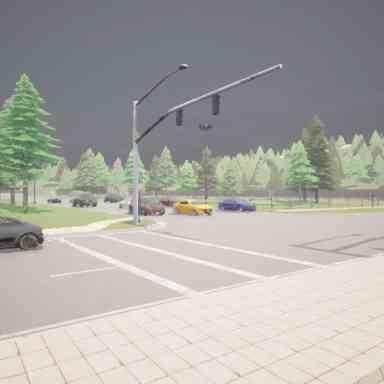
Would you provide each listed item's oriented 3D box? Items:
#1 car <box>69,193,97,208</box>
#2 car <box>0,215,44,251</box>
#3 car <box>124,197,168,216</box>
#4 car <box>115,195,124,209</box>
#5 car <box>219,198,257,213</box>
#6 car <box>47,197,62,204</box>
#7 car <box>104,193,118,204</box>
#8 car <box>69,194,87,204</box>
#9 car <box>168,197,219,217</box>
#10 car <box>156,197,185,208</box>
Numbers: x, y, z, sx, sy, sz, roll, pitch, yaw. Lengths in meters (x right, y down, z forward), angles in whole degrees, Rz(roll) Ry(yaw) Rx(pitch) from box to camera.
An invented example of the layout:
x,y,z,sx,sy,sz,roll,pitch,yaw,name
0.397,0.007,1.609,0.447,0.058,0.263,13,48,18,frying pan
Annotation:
x,y,z,sx,sy,sz,roll,pitch,yaw,name
-15.443,1.221,47.758,2.150,2.045,5.566,0,0,-35,car
-7.849,1.564,12.502,4.181,1.385,1.994,0,0,-36,car
-4.397,1.352,32.025,2.097,1.767,4.553,0,0,-35,car
-7.878,1.526,43.097,1.812,1.442,4.674,0,0,-35,car
4.971,1.478,36.965,1.882,1.535,5.008,0,0,-35,car
-26.055,1.666,63.000,1.895,1.301,4.718,0,0,-35,car
-15.818,1.224,66.684,2.150,2.045,5.566,0,0,-35,car
-21.575,1.351,62.665,2.097,1.767,4.553,0,0,-35,car
0.045,1.478,31.801,1.882,1.535,5.008,0,0,-35,car
-3.150,1.477,48.516,1.882,1.535,5.008,0,0,-35,car
